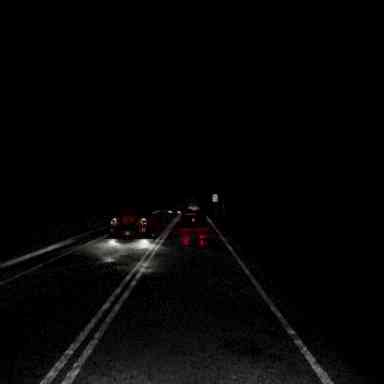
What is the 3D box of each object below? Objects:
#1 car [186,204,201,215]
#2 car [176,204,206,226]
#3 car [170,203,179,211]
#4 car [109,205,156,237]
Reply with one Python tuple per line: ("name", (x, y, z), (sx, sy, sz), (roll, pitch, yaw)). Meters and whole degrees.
("car", (0.181, 2.256, 43.513), (1.812, 1.442, 4.674), (0, -2, 1))
("car", (0.121, 1.842, 26.332), (2.128, 1.511, 4.902), (0, -1, 0))
("car", (-3.115, 2.751, 62.113), (1.882, 1.535, 5.008), (0, -2, 1))
("car", (-3.335, 1.587, 19.438), (2.097, 1.767, 4.553), (0, -1, 0))
